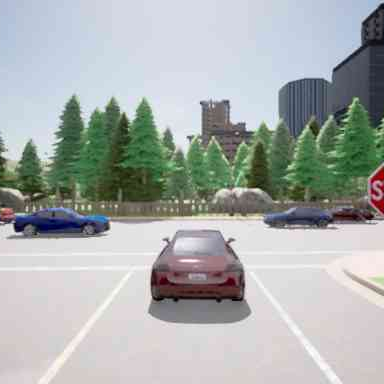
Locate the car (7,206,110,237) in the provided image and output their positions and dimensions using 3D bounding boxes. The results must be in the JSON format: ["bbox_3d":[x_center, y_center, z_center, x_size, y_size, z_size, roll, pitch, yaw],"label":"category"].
[{"bbox_3d":[-7.113,1.630,18.453,5.008,1.535,1.882,0,0,-2],"label":"car"}]

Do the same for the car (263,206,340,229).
[{"bbox_3d":[7.234,1.705,22.696,4.674,1.442,1.812,0,0,-2],"label":"car"}]

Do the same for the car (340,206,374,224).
[{"bbox_3d":[11.659,1.803,26.383,4.718,1.301,1.895,0,0,-2],"label":"car"}]

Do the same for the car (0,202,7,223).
[{"bbox_3d":[-16.154,1.546,25.310,4.553,1.767,2.097,0,0,-2],"label":"car"}]

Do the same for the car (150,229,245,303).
[{"bbox_3d":[0.168,1.626,8.393,1.994,1.385,4.181,0,-1,2],"label":"car"}]
